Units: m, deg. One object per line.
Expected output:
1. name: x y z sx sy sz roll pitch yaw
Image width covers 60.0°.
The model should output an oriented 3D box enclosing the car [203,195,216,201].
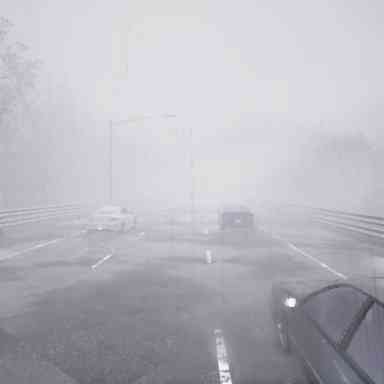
1. car: 4.532 1.676 85.760 1.895 1.301 4.718 0 0 7

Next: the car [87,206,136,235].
1. car: -4.409 1.533 18.601 1.812 1.442 4.674 0 0 2

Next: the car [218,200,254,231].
1. car: 2.679 1.485 20.838 1.882 1.535 5.008 0 0 2

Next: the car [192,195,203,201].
1. car: 1.001 1.621 85.724 2.033 1.411 5.357 0 0 7

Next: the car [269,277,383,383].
1. car: 2.115 1.548 2.998 2.033 1.411 5.357 0 0 1

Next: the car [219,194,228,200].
1. car: 8.097 1.437 86.087 2.097 1.767 4.553 0 0 7
